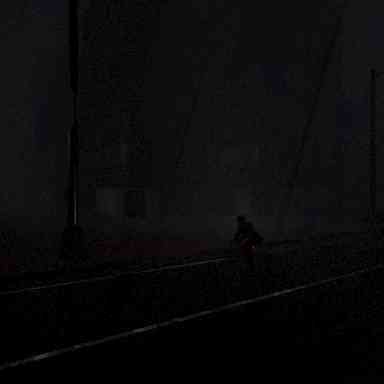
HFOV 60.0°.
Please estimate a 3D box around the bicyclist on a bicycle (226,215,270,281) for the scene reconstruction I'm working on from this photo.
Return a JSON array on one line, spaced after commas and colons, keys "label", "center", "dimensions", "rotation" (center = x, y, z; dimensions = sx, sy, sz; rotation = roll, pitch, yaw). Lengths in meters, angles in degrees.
[{"label": "bicyclist on a bicycle", "center": [1.429, 1.455, 8.816], "dimensions": [0.582, 1.620, 1.656], "rotation": [0, -2, -35]}]
